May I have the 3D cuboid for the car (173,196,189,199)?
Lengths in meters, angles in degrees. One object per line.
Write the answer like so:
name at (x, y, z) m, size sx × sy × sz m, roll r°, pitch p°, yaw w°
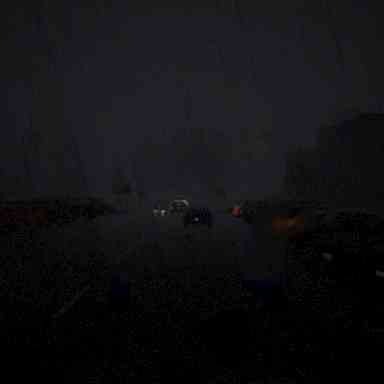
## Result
car at (-1.640, 1.548, 49.252) m, size 2.150 × 2.045 × 5.566 m, roll 0°, pitch 1°, yaw -1°

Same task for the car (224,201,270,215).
car at (6.186, 1.791, 37.436) m, size 4.674 × 1.452 × 2.002 m, roll 1°, pitch 0°, yaw -21°

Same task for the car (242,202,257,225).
car at (6.326, 1.641, 22.686) m, size 5.008 × 1.535 × 2.097 m, roll 1°, pitch 0°, yaw -20°

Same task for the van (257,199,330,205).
van at (6.453, 1.395, 19.787) m, size 4.442 × 1.987 × 1.878 m, roll 1°, pitch -1°, yaw -20°

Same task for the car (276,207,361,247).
car at (6.382, 1.575, 13.871) m, size 5.008 × 1.535 × 2.097 m, roll 1°, pitch 0°, yaw -20°

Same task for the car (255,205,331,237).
car at (6.183, 1.591, 16.742) m, size 5.366 × 1.575 × 1.946 m, roll 1°, pitch 0°, yaw -20°

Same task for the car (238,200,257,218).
car at (6.266, 1.537, 25.630) m, size 4.553 × 1.767 × 2.185 m, roll 1°, pitch -1°, yaw -20°

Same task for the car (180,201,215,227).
car at (0.584, 1.663, 24.305) m, size 1.882 × 1.535 × 5.008 m, roll 0°, pitch 0°, yaw 6°

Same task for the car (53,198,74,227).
car at (-11.045, 1.564, 23.718) m, size 4.553 × 1.767 × 2.185 m, roll -1°, pitch 0°, yaw -19°

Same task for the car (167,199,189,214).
car at (-1.506, 1.847, 39.014) m, size 2.033 × 1.411 × 5.357 m, roll 0°, pitch 0°, yaw -1°

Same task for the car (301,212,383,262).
car at (6.359, 1.582, 10.925) m, size 4.792 × 1.488 × 2.163 m, roll 1°, pitch 0°, yaw -20°

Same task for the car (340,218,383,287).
car at (6.406, 1.531, 7.998) m, size 5.008 × 1.535 × 2.097 m, roll 1°, pitch 0°, yaw -20°

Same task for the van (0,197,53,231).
van at (-11.257, 1.441, 20.667) m, size 4.442 × 1.987 × 1.878 m, roll -1°, pitch 0°, yaw -19°

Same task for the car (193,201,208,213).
car at (1.021, 1.844, 41.761) m, size 1.812 × 1.442 × 4.674 m, roll 0°, pitch -1°, yaw 0°

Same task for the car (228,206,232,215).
car at (6.215, 1.581, 31.530) m, size 4.553 × 1.767 × 2.185 m, roll 1°, pitch -1°, yaw -20°

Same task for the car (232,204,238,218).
car at (6.296, 1.715, 28.598) m, size 4.792 × 1.488 × 2.163 m, roll 1°, pitch -1°, yaw -20°

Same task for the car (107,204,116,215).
car at (-10.771, 1.783, 35.704) m, size 5.008 × 1.535 × 2.097 m, roll -1°, pitch 0°, yaw -18°

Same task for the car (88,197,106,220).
car at (-10.903, 1.485, 29.725) m, size 5.566 × 2.045 × 2.435 m, roll -1°, pitch -1°, yaw -18°

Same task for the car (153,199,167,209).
car at (-4.793, 1.794, 51.169) m, size 2.128 × 1.511 × 4.902 m, roll 0°, pitch 1°, yaw 0°

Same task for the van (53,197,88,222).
van at (-10.894, 1.486, 26.754) m, size 4.442 × 1.987 × 1.878 m, roll -1°, pitch -1°, yaw -18°

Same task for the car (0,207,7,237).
car at (-11.276, 1.620, 14.698) m, size 4.892 × 1.521 × 2.231 m, roll -1°, pitch -1°, yaw -19°
